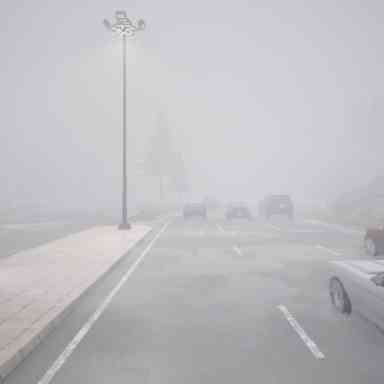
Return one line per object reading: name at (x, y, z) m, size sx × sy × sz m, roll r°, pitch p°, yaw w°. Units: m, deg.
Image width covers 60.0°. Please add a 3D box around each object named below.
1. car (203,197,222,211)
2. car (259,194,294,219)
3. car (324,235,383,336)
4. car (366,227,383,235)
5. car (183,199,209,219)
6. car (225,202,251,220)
car at (2.405, 1.352, 41.118) m, size 2.097 × 1.767 × 4.553 m, roll 0°, pitch 0°, yaw 15°
car at (7.322, 1.223, 29.346) m, size 2.150 × 2.045 × 5.566 m, roll 0°, pitch 0°, yaw 2°
car at (3.599, 1.601, 4.645) m, size 1.895 × 1.301 × 4.718 m, roll 0°, pitch 0°, yaw 0°
car at (7.100, 1.478, 9.911) m, size 1.882 × 1.535 × 5.008 m, roll 0°, pitch 0°, yaw 0°
car at (0.317, 1.601, 29.235) m, size 1.895 × 1.301 × 4.718 m, roll 0°, pitch 0°, yaw 3°
car at (3.769, 1.526, 27.750) m, size 1.812 × 1.442 × 4.674 m, roll 0°, pitch 0°, yaw 2°
